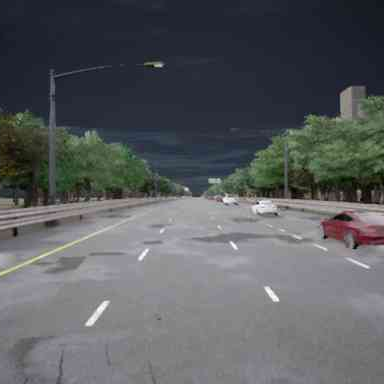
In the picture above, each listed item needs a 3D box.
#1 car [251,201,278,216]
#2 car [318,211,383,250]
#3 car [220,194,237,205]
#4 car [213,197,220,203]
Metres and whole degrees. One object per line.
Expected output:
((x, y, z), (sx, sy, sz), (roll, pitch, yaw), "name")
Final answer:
((7.039, 1.554, 32.407), (1.812, 1.442, 4.674), (0, 0, 0), "car")
((7.017, 1.531, 14.196), (1.812, 1.442, 4.674), (0, 0, 0), "car")
((7.176, 1.468, 62.852), (2.150, 2.045, 5.566), (0, -1, 0), "car")
((7.384, 2.120, 89.938), (1.812, 1.442, 4.674), (0, -1, 1), "car")
